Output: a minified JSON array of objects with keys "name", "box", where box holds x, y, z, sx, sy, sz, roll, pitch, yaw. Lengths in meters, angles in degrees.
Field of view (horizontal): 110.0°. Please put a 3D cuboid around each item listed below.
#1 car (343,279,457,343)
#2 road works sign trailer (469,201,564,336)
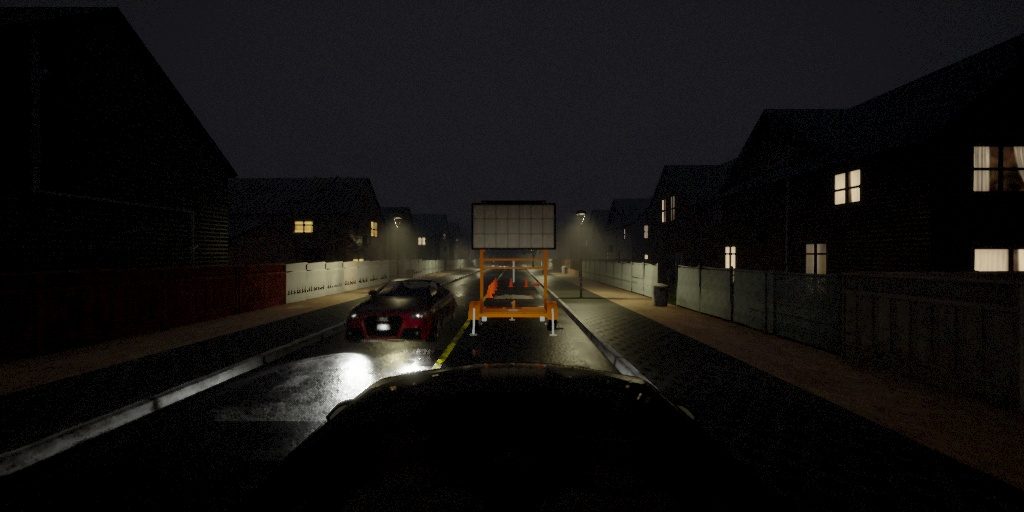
[{"name":"car","box":[-2.710,1.314,9.556,1.994,1.385,4.181,0,0,0]},{"name":"road works sign trailer","box":[0.049,0.215,10.390,2.380,3.560,2.880,0,0,1]}]
